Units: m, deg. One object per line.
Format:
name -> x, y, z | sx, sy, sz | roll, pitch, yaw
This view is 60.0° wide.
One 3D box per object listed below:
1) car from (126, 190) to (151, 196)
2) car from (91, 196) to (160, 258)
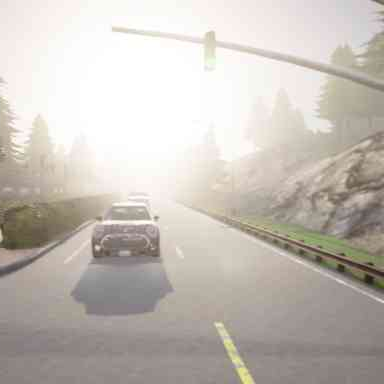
car -> -5.473, 0.818, 34.087 | 2.150, 2.045, 5.566 | 0, 1, -8
car -> -2.278, 1.186, 11.981 | 2.097, 1.767, 4.553 | 0, 1, -8
